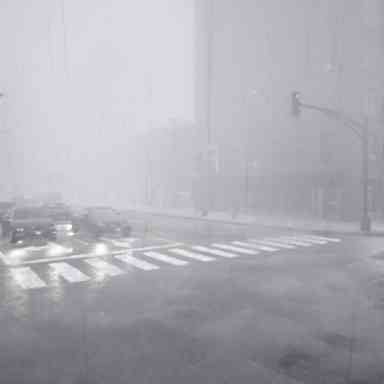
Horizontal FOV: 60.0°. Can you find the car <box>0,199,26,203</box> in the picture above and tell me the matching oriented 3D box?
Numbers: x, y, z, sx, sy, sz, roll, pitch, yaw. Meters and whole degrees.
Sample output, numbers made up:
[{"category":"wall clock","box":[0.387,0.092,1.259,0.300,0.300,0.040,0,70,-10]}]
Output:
[{"category":"car","box":[-13.387,1.462,23.614,1.837,1.490,4.892,0,0,-36]}]

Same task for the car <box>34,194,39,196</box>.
[{"category":"car","box":[-28.068,1.222,60.834,2.097,1.767,4.553,0,0,-32]}]

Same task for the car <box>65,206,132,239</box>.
[{"category":"car","box":[-4.847,1.486,17.369,1.812,1.442,4.674,0,0,-37]}]

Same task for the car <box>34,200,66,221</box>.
[{"category":"car","box":[-9.981,1.512,24.451,1.994,1.385,4.181,0,0,-36]}]

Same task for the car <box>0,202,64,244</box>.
[{"category":"car","box":[-7.885,1.475,15.995,1.837,1.490,4.892,0,0,-36]}]

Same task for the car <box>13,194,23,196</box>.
[{"category":"car","box":[-31.648,1.230,60.343,2.097,1.767,4.553,0,0,-36]}]

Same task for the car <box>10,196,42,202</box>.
[{"category":"car","box":[-17.572,1.456,34.990,1.812,1.442,4.674,0,0,-36]}]

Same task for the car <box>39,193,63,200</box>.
[{"category":"car","box":[-22.015,1.107,52.549,2.150,2.045,5.566,0,0,-36]}]
